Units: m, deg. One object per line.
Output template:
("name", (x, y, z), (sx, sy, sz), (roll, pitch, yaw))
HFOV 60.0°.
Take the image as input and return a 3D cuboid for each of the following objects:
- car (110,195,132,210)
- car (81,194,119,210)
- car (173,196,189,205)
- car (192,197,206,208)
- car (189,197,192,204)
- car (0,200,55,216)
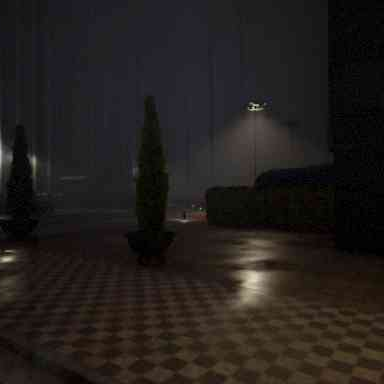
("car", (-7.969, 1.504, 43.727), (1.837, 1.490, 4.892), (0, 0, 35))
("car", (-11.917, 1.223, 44.186), (2.150, 2.045, 5.566), (0, 0, 35))
("car", (-1.474, 1.493, 59.045), (2.128, 1.511, 4.902), (0, 0, 35))
("car", (2.500, 1.477, 46.179), (1.882, 1.535, 5.008), (0, 0, 35))
("car", (1.998, 1.529, 57.890), (1.812, 1.442, 4.674), (0, 0, 35))
("car", (-15.878, 1.505, 32.366), (1.837, 1.490, 4.892), (0, 0, 35))
